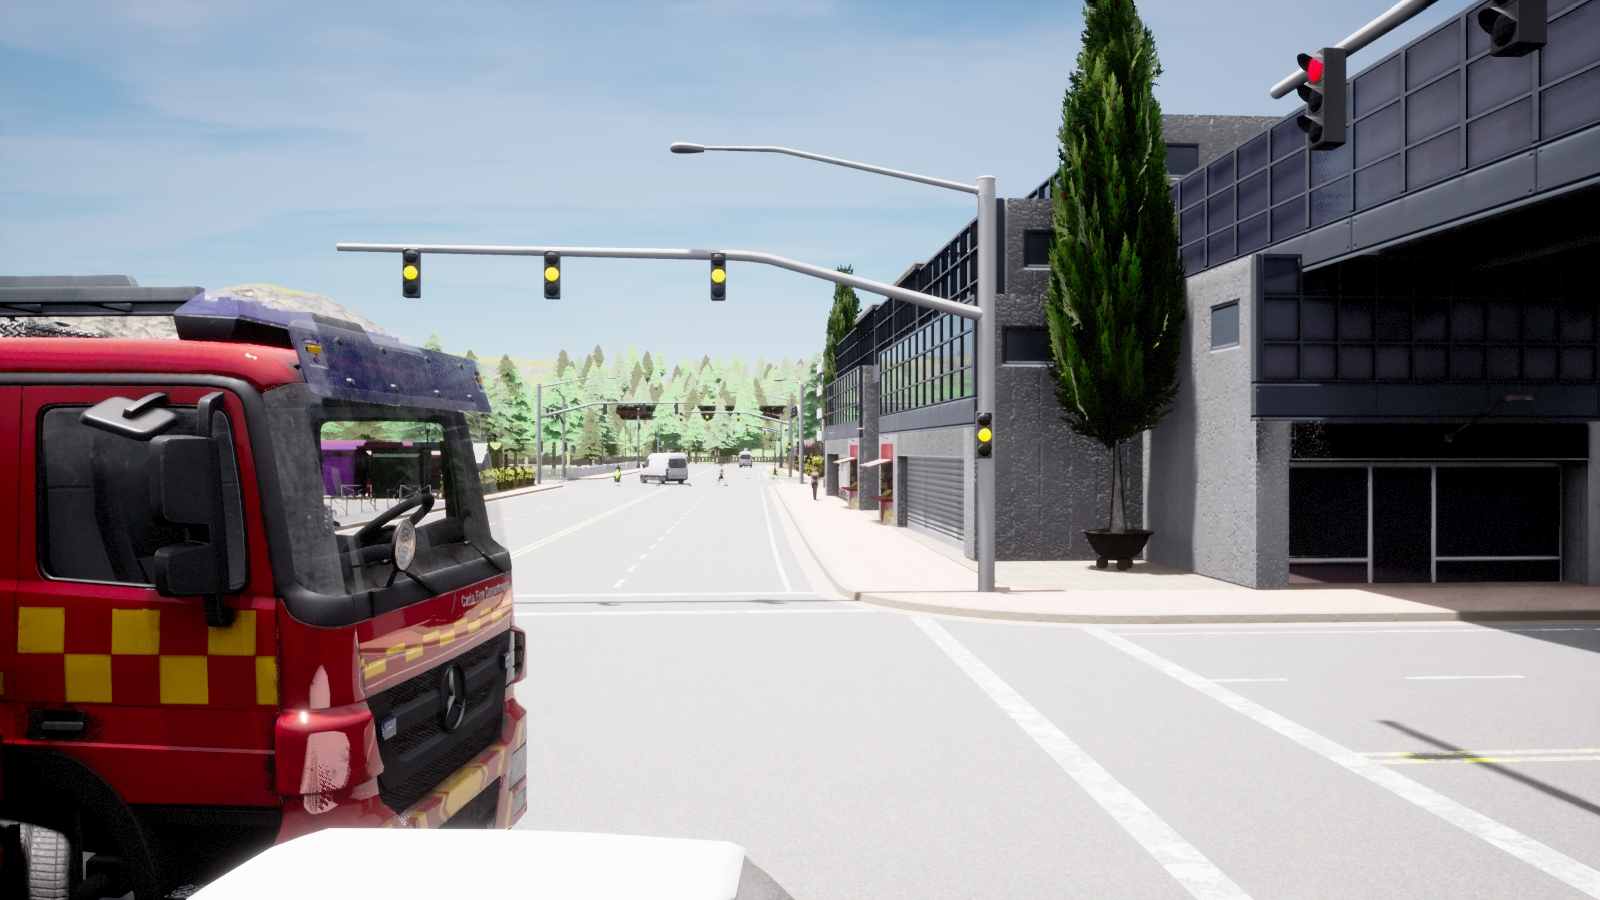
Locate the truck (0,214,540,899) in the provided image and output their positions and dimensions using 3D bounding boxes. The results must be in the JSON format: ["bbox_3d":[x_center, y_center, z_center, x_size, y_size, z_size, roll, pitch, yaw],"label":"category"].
[{"bbox_3d":[-6.102,0.890,6.659,8.468,3.827,2.891,0,0,4],"label":"truck"}]

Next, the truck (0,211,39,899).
[{"bbox_3d":[-7.587,0.890,3.490,8.468,3.827,2.891,0,0,-3],"label":"truck"}]

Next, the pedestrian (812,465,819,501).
[{"bbox_3d":[0.792,1.696,59.343,0.375,1.860,0.375,0,0,0],"label":"pedestrian"}]

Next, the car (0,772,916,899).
[{"bbox_3d":[-1.549,2.065,3.579,3.806,1.475,1.970,0,0,5],"label":"car"}]
